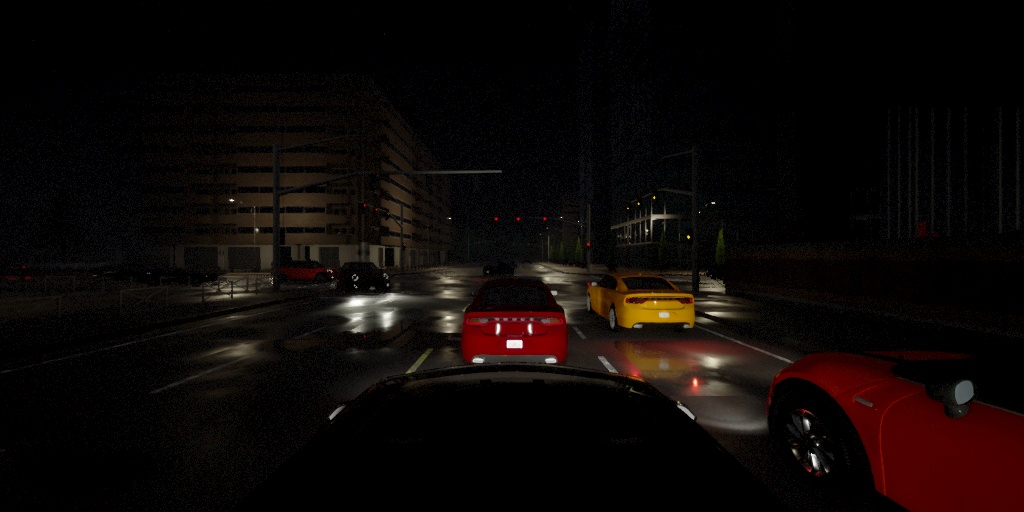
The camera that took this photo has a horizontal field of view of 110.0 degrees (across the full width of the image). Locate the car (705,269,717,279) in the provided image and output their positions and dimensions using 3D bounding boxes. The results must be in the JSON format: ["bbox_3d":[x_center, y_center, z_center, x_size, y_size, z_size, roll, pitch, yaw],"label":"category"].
[{"bbox_3d":[19.523,1.406,31.167,4.718,1.301,1.895,0,0,0],"label":"car"}]

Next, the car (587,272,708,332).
[{"bbox_3d":[3.578,1.228,10.863,1.882,1.535,5.008,0,0,0],"label":"car"}]

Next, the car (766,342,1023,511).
[{"bbox_3d":[3.600,1.102,1.717,2.097,1.767,4.553,0,0,0],"label":"car"}]

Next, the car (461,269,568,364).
[{"bbox_3d":[0.059,1.228,8.088,1.882,1.535,5.008,0,0,0],"label":"car"}]

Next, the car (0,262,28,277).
[{"bbox_3d":[-50.346,1.297,34.885,4.902,1.511,2.128,0,0,1],"label":"car"}]

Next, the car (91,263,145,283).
[{"bbox_3d":[-29.350,1.297,27.654,4.902,1.511,2.128,0,0,0],"label":"car"}]

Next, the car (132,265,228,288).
[{"bbox_3d":[-22.069,1.406,24.125,4.718,1.301,1.895,0,0,0],"label":"car"}]

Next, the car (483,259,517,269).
[{"bbox_3d":[-1.317,1.301,36.026,1.812,1.442,4.674,1,0,25],"label":"car"}]

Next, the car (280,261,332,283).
[{"bbox_3d":[-15.560,1.157,27.669,4.553,1.767,2.097,0,0,-1],"label":"car"}]

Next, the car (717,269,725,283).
[{"bbox_3d":[16.524,1.369,23.979,4.181,1.385,1.994,0,0,0],"label":"car"}]

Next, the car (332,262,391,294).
[{"bbox_3d":[-8.508,1.118,20.367,2.097,1.767,4.553,0,0,-36],"label":"car"}]

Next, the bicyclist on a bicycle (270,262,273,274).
[{"bbox_3d":[-25.535,1.106,38.622,0.582,1.620,1.656,0,0,0],"label":"bicyclist on a bicycle"}]
